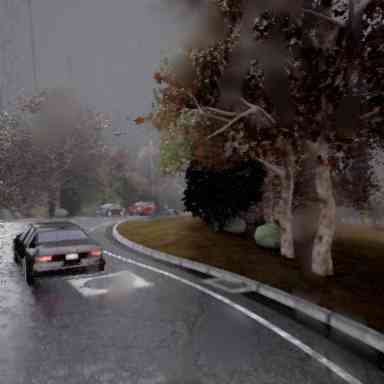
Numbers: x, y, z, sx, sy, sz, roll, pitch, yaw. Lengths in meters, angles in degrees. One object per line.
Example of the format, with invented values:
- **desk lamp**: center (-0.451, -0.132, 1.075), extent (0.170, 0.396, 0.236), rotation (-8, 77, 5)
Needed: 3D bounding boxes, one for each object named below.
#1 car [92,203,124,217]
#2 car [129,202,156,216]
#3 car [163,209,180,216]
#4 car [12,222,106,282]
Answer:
- **car**: center (-9.421, 2.062, 37.780), extent (1.837, 1.490, 4.892), rotation (-1, -3, 15)
- **car**: center (-6.942, 2.351, 47.274), extent (2.150, 2.045, 5.566), rotation (-1, -4, 15)
- **car**: center (-3.659, 3.741, 59.720), extent (1.994, 1.385, 4.181), rotation (-1, -5, 16)
- **car**: center (-4.238, 1.617, 10.104), extent (2.033, 1.411, 5.357), rotation (0, 0, -33)
